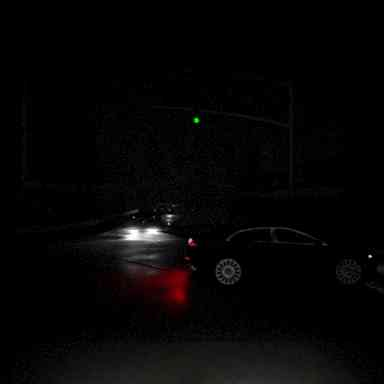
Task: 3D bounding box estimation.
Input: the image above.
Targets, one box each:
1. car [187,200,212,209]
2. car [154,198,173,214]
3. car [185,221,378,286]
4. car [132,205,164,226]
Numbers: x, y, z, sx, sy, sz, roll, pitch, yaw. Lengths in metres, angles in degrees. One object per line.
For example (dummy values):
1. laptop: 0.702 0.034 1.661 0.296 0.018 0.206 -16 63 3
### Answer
1. car: 1.409 2.284 59.921 5.008 1.535 1.882 1 -1 -37
2. car: -3.656 1.784 43.096 2.150 2.045 5.566 0 -1 -1
3. car: 2.265 1.556 8.839 4.902 1.511 2.128 1 0 0
4. car: -3.597 1.954 26.936 1.895 1.301 4.718 0 -1 0
